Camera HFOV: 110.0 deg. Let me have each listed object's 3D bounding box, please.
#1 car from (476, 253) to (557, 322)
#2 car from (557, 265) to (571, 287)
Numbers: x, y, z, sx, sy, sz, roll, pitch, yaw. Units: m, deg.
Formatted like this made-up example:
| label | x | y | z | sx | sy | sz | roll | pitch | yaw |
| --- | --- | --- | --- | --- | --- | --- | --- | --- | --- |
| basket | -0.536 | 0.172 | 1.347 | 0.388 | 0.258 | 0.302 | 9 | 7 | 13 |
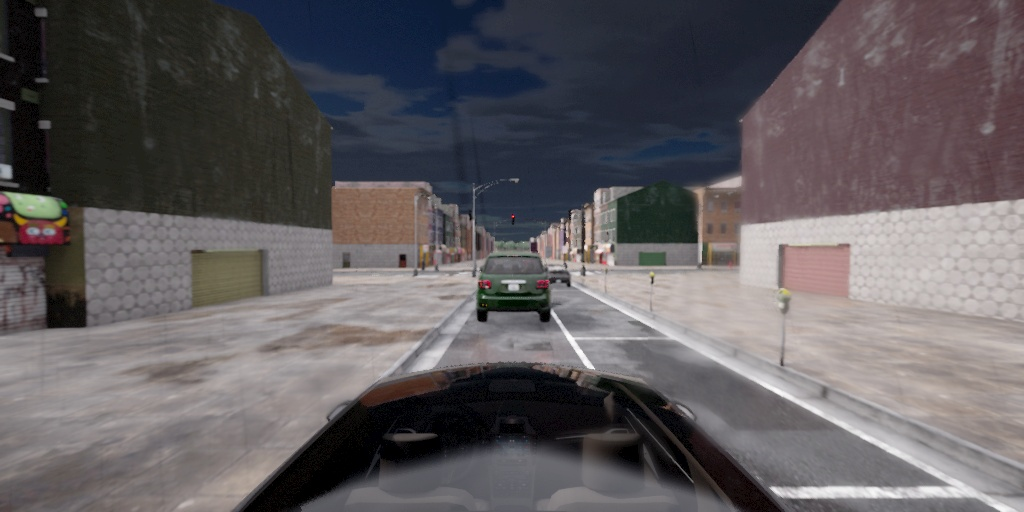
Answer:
| label | x | y | z | sx | sy | sz | roll | pitch | yaw |
| --- | --- | --- | --- | --- | --- | --- | --- | --- | --- |
| car | 0.057 | 0.908 | 12.137 | 2.150 | 2.045 | 5.566 | 0 | 0 | 0 |
| car | 2.652 | 1.177 | 22.550 | 2.007 | 1.370 | 4.403 | 0 | 0 | 0 |
